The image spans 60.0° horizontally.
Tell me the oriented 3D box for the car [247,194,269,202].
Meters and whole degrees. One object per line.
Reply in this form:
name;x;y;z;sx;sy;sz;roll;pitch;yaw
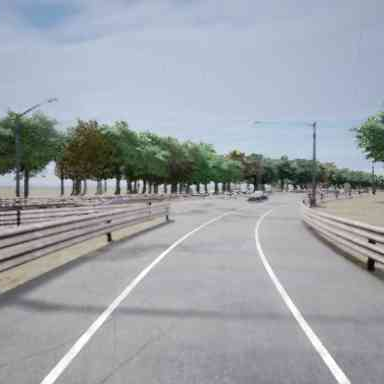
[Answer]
car;10.825;0.899;53.960;1.895;1.301;4.718;1;2;37

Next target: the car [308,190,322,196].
car;28.869;0.285;78.023;2.033;1.411;5.357;1;2;37

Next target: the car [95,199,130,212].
car;-6.669;1.358;30.615;1.812;1.442;4.674;1;2;37
